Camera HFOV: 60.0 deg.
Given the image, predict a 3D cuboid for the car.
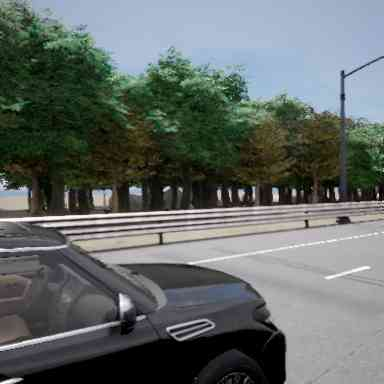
[{"bbox_3d":[-1.729,1.222,2.512,5.566,2.045,2.150,0,0,-36],"label":"car"}]
